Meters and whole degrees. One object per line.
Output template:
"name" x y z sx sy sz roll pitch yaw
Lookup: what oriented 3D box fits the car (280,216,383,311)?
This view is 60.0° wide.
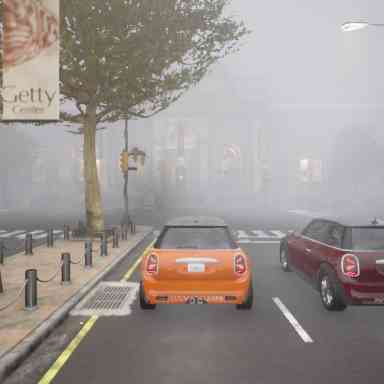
"car" 3.586 1.352 7.900 2.097 1.767 4.553 0 0 0

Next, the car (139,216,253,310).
"car" 0.086 1.352 7.998 2.097 1.767 4.553 0 0 0
